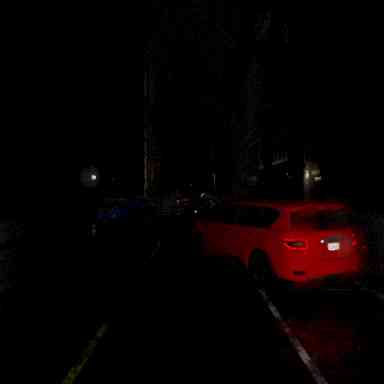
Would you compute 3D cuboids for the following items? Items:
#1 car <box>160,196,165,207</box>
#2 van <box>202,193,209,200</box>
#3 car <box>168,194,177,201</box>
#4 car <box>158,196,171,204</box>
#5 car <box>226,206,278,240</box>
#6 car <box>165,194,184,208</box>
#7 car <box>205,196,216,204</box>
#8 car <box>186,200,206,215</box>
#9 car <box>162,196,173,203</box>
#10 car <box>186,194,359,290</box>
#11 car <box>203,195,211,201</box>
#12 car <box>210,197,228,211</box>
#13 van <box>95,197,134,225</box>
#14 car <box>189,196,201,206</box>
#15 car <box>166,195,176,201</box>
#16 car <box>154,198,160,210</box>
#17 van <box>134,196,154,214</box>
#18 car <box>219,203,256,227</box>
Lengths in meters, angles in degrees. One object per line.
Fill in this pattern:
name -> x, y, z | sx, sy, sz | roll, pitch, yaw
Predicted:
car -> -5.279, 1.528, 45.907 | 1.947, 1.339, 4.313 | 0, 0, 0
van -> 3.633, 1.275, 91.025 | 1.690, 1.788, 3.998 | 0, 0, 0
car -> -4.939, 1.377, 85.447 | 1.967, 1.590, 4.097 | 0, 0, 0
car -> -5.133, 1.516, 62.853 | 1.947, 1.339, 4.313 | 0, 0, 0
car -> 3.002, 1.536, 17.597 | 2.008, 1.369, 4.403 | 0, 0, 0
car -> -2.646, 1.311, 47.854 | 2.097, 1.767, 4.553 | 0, 0, 1
car -> 3.392, 1.495, 62.783 | 1.887, 1.381, 4.507 | 0, 0, 0
car -> 0.385, 1.571, 34.104 | 1.895, 1.301, 4.718 | 0, 0, 1
car -> -5.084, 1.492, 68.501 | 1.887, 1.381, 4.507 | 0, 0, 0
car -> 1.894, 1.217, 9.423 | 2.150, 2.045, 5.566 | 0, 1, -24
car -> 3.537, 1.485, 79.729 | 1.887, 1.381, 4.507 | 0, 0, 0
car -> 3.196, 1.406, 40.191 | 1.967, 1.590, 4.097 | 0, 0, 0
van -> -5.475, 1.321, 23.312 | 1.690, 1.788, 3.998 | 0, 0, 0
car -> 0.555, 1.460, 53.434 | 1.837, 1.490, 4.892 | 0, 0, 1
car -> -4.987, 1.491, 79.798 | 2.008, 1.369, 4.403 | 0, 0, 0
car -> -5.329, 1.491, 40.088 | 1.752, 1.417, 4.829 | 0, 0, 0
van -> -5.378, 1.312, 34.610 | 1.690, 1.788, 3.998 | 0, 0, 0
car -> 3.051, 1.531, 23.246 | 2.008, 1.369, 4.403 | 0, 0, 0
